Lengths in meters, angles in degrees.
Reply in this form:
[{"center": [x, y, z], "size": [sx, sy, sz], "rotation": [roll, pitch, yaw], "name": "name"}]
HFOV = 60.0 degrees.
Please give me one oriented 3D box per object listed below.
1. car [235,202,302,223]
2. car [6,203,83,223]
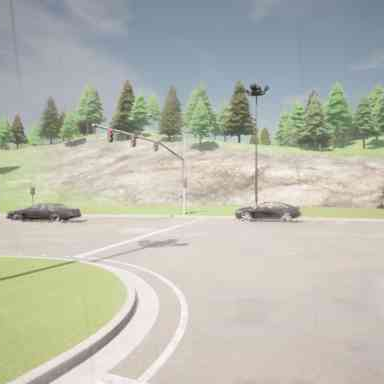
[{"center": [5.787, 1.494, 25.379], "size": [4.902, 1.511, 2.128], "rotation": [0, 0, 15], "name": "car"}, {"center": [-11.159, 1.549, 25.302], "size": [5.357, 1.411, 2.033], "rotation": [0, 0, 8], "name": "car"}]
